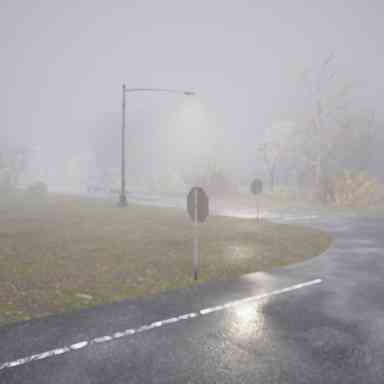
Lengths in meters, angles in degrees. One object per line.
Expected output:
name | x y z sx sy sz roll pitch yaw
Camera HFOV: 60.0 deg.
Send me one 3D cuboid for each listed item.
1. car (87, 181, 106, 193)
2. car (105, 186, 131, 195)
car | -17.256 -0.937 60.170 2.150 2.045 5.566 0 2 -36
car | -11.428 -0.236 52.054 1.895 1.301 4.718 0 2 -36
